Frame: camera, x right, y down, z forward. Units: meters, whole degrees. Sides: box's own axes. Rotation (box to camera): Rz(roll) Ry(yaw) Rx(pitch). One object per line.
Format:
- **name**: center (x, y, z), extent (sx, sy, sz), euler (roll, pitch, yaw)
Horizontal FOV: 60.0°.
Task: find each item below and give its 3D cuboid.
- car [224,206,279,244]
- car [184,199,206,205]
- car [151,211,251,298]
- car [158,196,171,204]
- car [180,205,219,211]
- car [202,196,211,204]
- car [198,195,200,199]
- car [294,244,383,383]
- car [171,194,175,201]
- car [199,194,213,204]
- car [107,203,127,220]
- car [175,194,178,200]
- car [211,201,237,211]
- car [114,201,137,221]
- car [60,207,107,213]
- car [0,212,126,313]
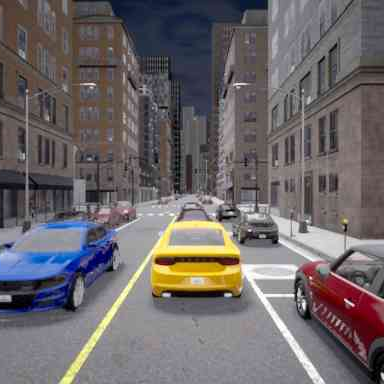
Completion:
- **car**: center (2.864, 1.568, 15.666), extent (2.008, 1.369, 4.403), euler (0, 0, 0)
- **car**: center (0.015, 1.556, 26.398), extent (1.812, 1.442, 4.674), euler (0, 0, 2)
- **car**: center (0.099, 1.487, 8.594), extent (1.882, 1.535, 5.008), euler (0, 0, 0)
- **car**: center (-5.599, 1.691, 63.777), extent (1.802, 1.307, 4.206), euler (0, 0, 0)
- **car**: center (0.116, 1.583, 17.587), extent (1.994, 1.385, 4.181), euler (0, 0, 0)
- **car**: center (2.938, 1.650, 69.338), extent (1.752, 1.417, 4.829), euler (0, 0, 0)
- **car**: center (2.951, 1.692, 74.577), extent (2.008, 1.369, 4.403), euler (0, 0, 0)
- **car**: center (2.858, 1.445, 4.664), extent (1.967, 1.590, 4.097), euler (0, 0, 0)
- **car**: center (-5.573, 1.692, 74.593), extent (2.008, 1.369, 4.403), euler (0, 0, 0)
- **car**: center (2.925, 1.549, 63.759), extent (1.967, 1.590, 4.097), euler (0, 0, 0)
- **car**: center (-5.658, 1.606, 21.172), extent (1.802, 1.307, 4.206), euler (0, 0, 0)
- **car**: center (-5.536, 1.730, 90.649), extent (1.752, 1.417, 4.829), euler (0, 0, 0)
- **car**: center (2.871, 1.596, 26.669), extent (1.947, 1.339, 4.313), euler (0, 0, 0)
- **car**: center (-5.655, 1.471, 26.674), extent (1.967, 1.590, 4.097), euler (0, 0, 0)
- **car**: center (-5.661, 1.583, 15.671), extent (1.947, 1.339, 4.313), euler (0, 0, 0)
- **car**: center (-3.093, 1.486, 7.982), extent (1.882, 1.535, 5.008), euler (0, 0, 0)
